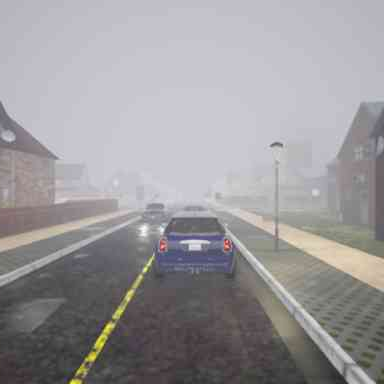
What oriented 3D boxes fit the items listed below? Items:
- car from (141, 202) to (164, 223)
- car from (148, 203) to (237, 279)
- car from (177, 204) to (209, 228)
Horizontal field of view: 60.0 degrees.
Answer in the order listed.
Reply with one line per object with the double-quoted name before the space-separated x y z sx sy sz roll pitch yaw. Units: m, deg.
"car" -2.801 1.583 26.125 1.837 1.490 4.892 0 0 0
"car" 0.086 1.367 10.206 2.097 1.767 4.553 0 0 0
"car" 0.096 1.614 23.776 2.033 1.411 5.357 0 0 0
